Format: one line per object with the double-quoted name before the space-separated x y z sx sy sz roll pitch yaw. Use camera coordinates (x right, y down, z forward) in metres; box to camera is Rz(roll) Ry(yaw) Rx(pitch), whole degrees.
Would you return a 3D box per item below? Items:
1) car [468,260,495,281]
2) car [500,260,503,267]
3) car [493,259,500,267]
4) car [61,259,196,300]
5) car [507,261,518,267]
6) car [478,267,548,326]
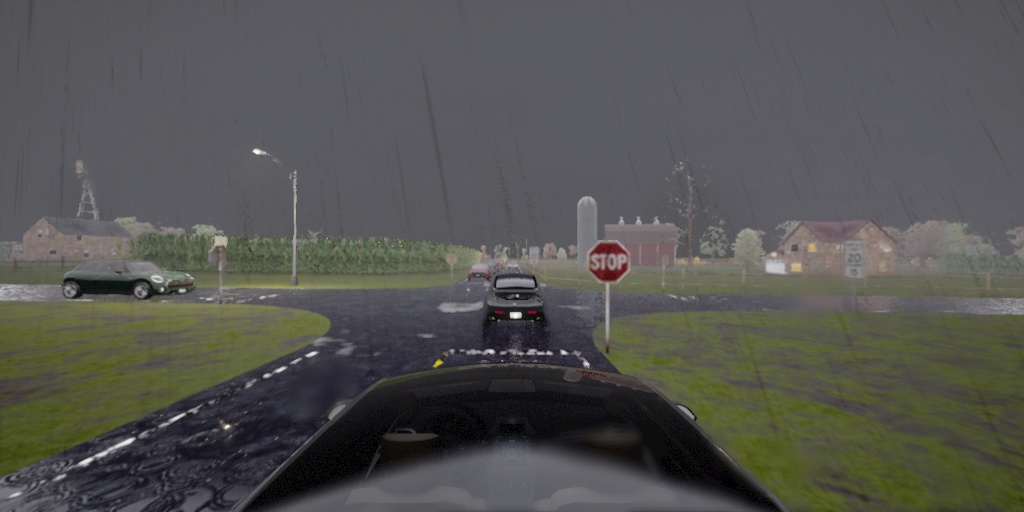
"car" -2.866 1.392 32.867 1.882 1.535 5.008 0 0 1
"car" -2.832 1.597 52.836 1.994 1.385 4.181 0 0 0
"car" -2.843 1.464 42.867 2.128 1.511 4.902 0 0 0
"car" -17.179 0.960 16.269 4.553 1.767 2.097 1 0 0
"car" 0.101 1.705 63.856 1.895 1.301 4.718 0 0 0
"car" 0.102 1.308 11.884 1.837 1.490 4.892 0 0 0
